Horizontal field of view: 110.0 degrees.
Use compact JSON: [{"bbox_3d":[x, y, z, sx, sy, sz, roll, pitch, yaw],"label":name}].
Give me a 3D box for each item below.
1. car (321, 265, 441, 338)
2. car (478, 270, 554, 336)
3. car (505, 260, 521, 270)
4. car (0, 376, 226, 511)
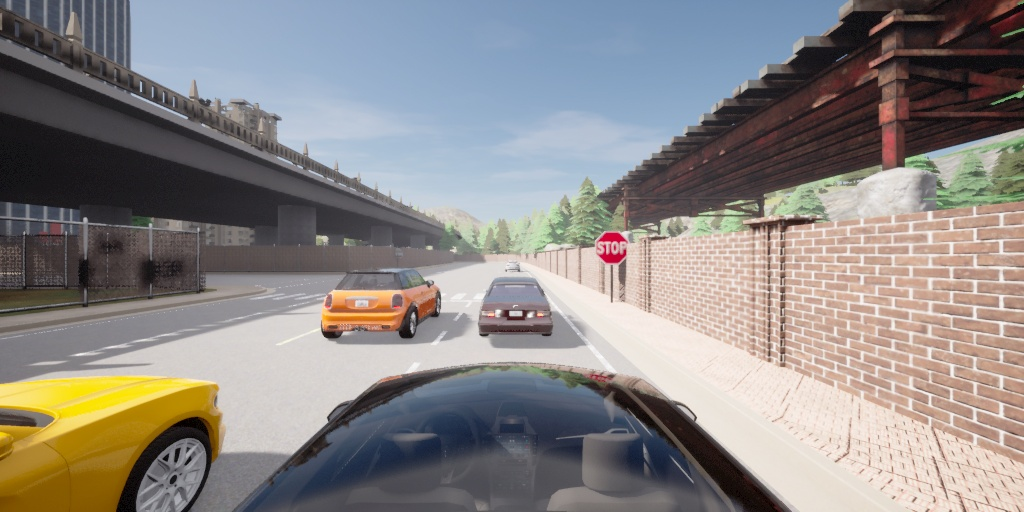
[{"bbox_3d":[-3.419,1.102,10.283,2.097,1.767,4.553,0,0,0],"label":"car"},{"bbox_3d":[0.082,1.297,10.304,2.033,1.411,5.357,0,0,0],"label":"car"},{"bbox_3d":[0.083,1.276,46.187,1.812,1.442,4.674,0,0,-1],"label":"car"},{"bbox_3d":[-3.396,1.228,1.025,1.882,1.535,5.008,0,0,0],"label":"car"}]
